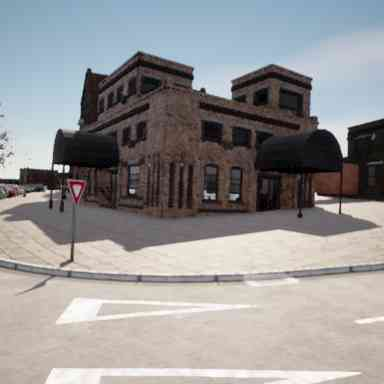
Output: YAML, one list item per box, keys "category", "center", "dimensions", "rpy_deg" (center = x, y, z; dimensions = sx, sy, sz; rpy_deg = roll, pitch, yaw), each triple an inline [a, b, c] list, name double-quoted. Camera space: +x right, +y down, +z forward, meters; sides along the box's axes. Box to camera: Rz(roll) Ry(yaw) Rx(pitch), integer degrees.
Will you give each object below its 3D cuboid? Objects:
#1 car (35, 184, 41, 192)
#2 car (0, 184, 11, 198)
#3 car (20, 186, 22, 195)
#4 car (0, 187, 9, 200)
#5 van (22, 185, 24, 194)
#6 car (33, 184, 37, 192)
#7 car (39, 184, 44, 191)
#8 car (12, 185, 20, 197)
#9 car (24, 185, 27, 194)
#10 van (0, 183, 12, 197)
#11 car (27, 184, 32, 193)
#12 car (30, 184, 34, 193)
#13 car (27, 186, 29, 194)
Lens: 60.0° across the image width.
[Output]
- category: "car"
  center: [-38.664, -0.637, 77.533]
  dimensions: [4.792, 1.488, 2.163]
  rpy_deg: [3, 1, -14]
- category: "car"
  center: [-28.401, 0.127, 46.408]
  dimensions: [4.553, 1.767, 2.185]
  rpy_deg: [3, 0, -21]
- category: "car"
  center: [-32.206, 0.003, 56.563]
  dimensions: [4.674, 1.452, 2.002]
  rpy_deg: [3, 1, -19]
- category: "car"
  center: [-27.474, 0.321, 43.817]
  dimensions: [4.892, 1.521, 2.231]
  rpy_deg: [3, 0, -21]
- category: "van"
  center: [-32.967, -0.332, 59.162]
  dimensions: [4.442, 1.987, 1.878]
  rpy_deg: [3, 1, -19]
- category: "car"
  center: [-37.167, -0.502, 72.150]
  dimensions: [4.892, 1.521, 2.231]
  rpy_deg: [3, 1, -16]
- category: "car"
  center: [-39.970, -1.055, 82.833]
  dimensions: [5.566, 2.045, 2.435]
  rpy_deg: [3, 0, -13]
- category: "car"
  center: [-30.335, -0.141, 51.553]
  dimensions: [5.566, 2.045, 2.435]
  rpy_deg: [3, 1, -20]
- category: "car"
  center: [-34.133, -0.201, 61.659]
  dimensions: [5.366, 1.575, 1.946]
  rpy_deg: [3, 1, -18]
- category: "van"
  center: [-29.502, -0.051, 48.935]
  dimensions: [4.442, 1.987, 1.878]
  rpy_deg: [3, 0, -21]
- category: "car"
  center: [-35.642, -0.316, 66.910]
  dimensions: [4.792, 1.488, 2.163]
  rpy_deg: [3, 1, -17]
- category: "car"
  center: [-36.373, -0.392, 69.538]
  dimensions: [4.792, 1.488, 2.163]
  rpy_deg: [3, 1, -16]
- category: "car"
  center: [-34.798, -0.226, 64.313]
  dimensions: [4.674, 1.452, 2.002]
  rpy_deg: [3, 1, -17]
